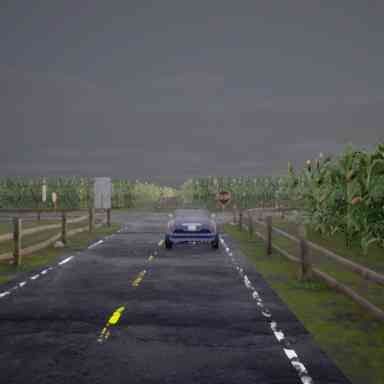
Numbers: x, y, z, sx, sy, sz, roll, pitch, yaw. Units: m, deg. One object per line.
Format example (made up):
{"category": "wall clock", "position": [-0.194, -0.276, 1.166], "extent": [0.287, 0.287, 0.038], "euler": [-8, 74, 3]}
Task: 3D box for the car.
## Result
{"category": "car", "position": [0.000, 1.365, 14.621], "extent": [2.097, 1.767, 4.553], "euler": [0, 0, 0]}
